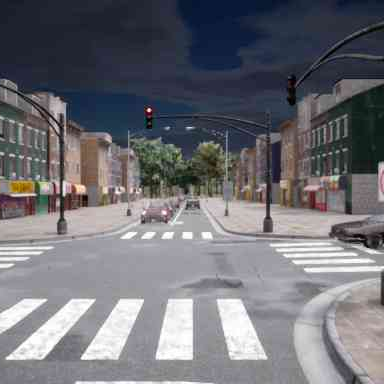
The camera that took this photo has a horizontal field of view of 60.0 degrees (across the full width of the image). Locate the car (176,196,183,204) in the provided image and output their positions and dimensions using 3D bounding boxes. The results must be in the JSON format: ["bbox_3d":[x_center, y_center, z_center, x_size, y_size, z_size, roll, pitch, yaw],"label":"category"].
[{"bbox_3d":[-2.615,1.569,46.458,1.887,1.381,4.507,-1,0,0],"label":"car"}]

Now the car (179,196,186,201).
[{"bbox_3d":[-2.585,1.677,89.936,1.802,1.307,4.206,-1,0,0],"label":"car"}]

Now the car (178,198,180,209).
[{"bbox_3d":[-2.622,1.578,35.588,1.947,1.339,4.313,-1,0,0],"label":"car"}]

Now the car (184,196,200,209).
[{"bbox_3d":[0.118,1.550,46.106,1.812,1.442,4.674,0,0,0],"label":"car"}]

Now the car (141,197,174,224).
[{"bbox_3d":[-2.631,1.444,24.719,1.967,1.590,4.097,-1,0,0],"label":"car"}]

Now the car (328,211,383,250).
[{"bbox_3d":[8.293,1.392,12.980,5.357,1.411,2.033,-1,1,0],"label":"car"}]

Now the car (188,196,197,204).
[{"bbox_3d":[0.140,1.534,68.599,1.882,1.535,5.008,0,0,0],"label":"car"}]

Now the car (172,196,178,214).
[{"bbox_3d":[-2.627,1.448,30.154,1.967,1.590,4.097,-1,0,0],"label":"car"}]

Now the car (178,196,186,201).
[{"bbox_3d":[-2.589,1.650,84.501,1.947,1.339,4.313,-1,0,0],"label":"car"}]
